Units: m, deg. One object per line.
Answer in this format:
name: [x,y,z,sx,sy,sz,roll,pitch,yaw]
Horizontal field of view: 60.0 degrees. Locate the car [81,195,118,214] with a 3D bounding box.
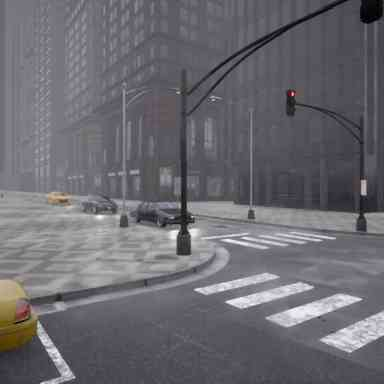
car: [-7.983,1.004,28.478,1.837,1.490,4.892,0,1,-36]

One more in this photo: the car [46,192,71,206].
car: [-15.875,0.739,39.413,1.882,1.535,5.008,0,1,-36]

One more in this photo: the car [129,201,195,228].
car: [-2.001,1.237,20.207,2.033,1.411,5.357,0,1,-36]

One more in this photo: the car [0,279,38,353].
car: [-4.347,1.525,3.543,4.829,1.417,1.752,0,0,-36]
